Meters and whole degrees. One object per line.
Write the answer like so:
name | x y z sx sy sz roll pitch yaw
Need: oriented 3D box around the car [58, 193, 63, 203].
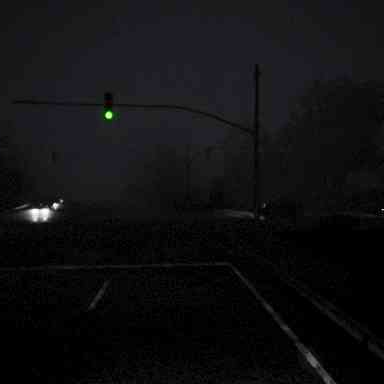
car | -22.222 1.023 53.124 2.128 1.511 4.902 0 1 -19

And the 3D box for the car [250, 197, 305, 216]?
car | 8.066 1.256 30.951 4.553 1.767 2.097 1 0 -16

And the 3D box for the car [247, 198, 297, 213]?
car | 8.334 1.412 34.667 4.674 1.442 1.812 1 0 -16

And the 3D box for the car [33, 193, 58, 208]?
car | -18.159 1.166 40.813 2.128 1.511 4.902 0 1 -17

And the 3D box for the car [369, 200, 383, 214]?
car | 23.621 1.690 38.951 5.566 2.045 2.150 3 0 -16
